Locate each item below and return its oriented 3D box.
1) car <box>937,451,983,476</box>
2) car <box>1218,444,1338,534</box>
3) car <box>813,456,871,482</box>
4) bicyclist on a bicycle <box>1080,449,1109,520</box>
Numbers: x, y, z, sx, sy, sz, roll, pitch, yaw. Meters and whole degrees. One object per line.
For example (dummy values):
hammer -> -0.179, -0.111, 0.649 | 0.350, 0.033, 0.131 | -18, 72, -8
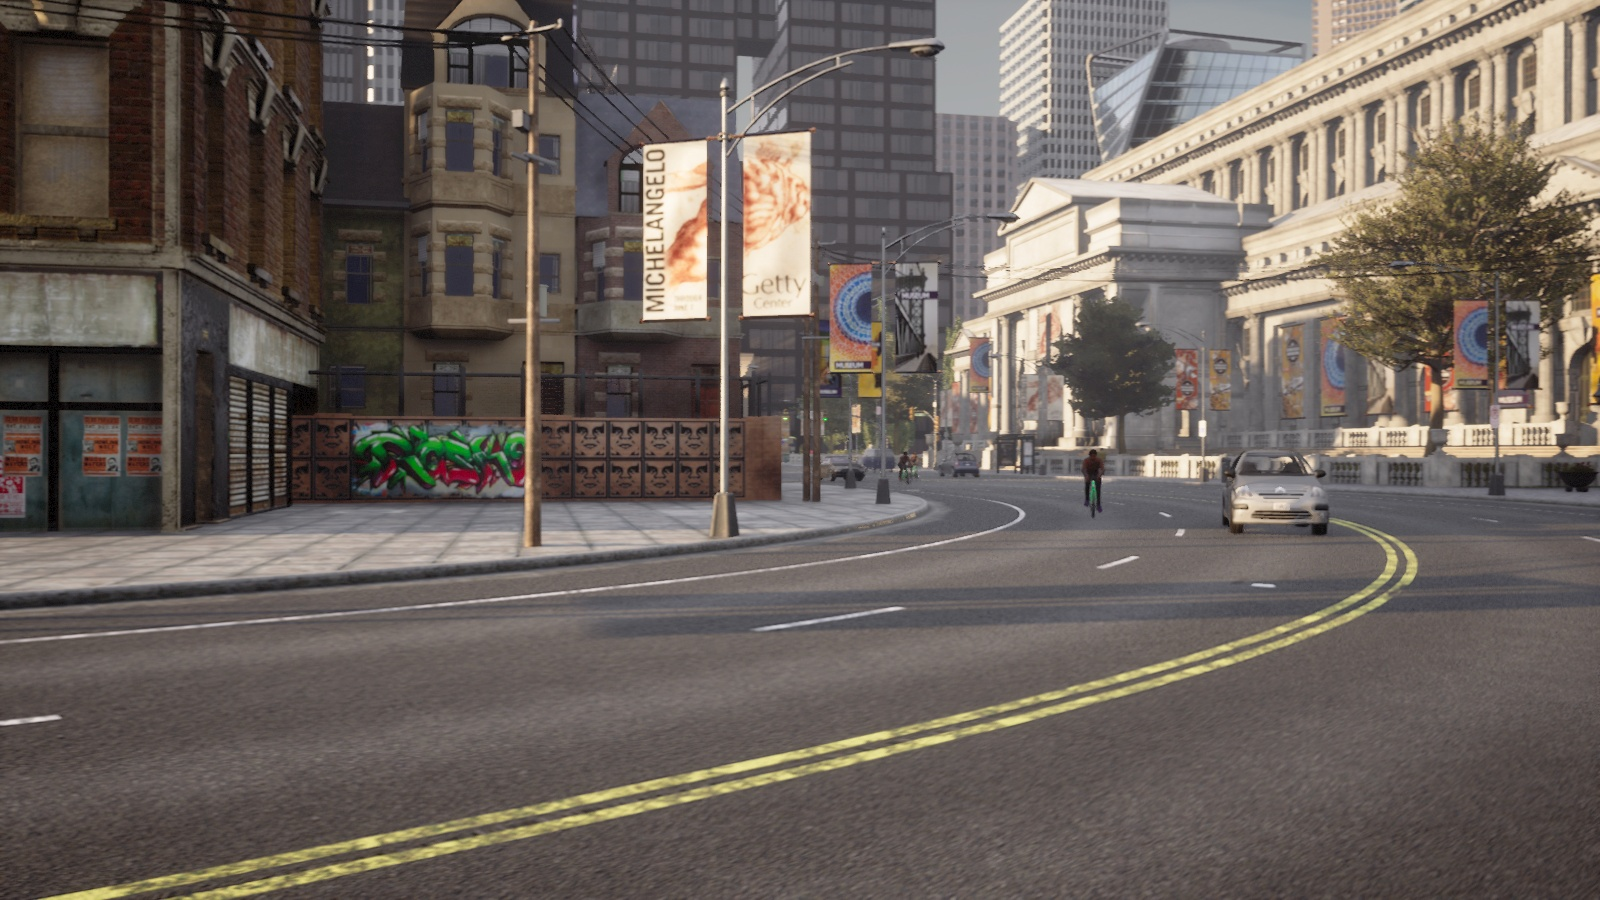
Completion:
car -> 10.532, 0.897, 82.925 | 1.851, 1.617, 3.988 | 0, 0, -12
car -> 9.274, 0.702, 24.620 | 1.851, 1.617, 3.988 | 0, 0, 16
car -> 2.320, 1.027, 70.652 | 2.033, 1.411, 5.357 | 0, 0, -12
bicyclist on a bicycle -> 6.882, 0.779, 29.387 | 0.582, 1.620, 1.656 | 0, 0, 12
